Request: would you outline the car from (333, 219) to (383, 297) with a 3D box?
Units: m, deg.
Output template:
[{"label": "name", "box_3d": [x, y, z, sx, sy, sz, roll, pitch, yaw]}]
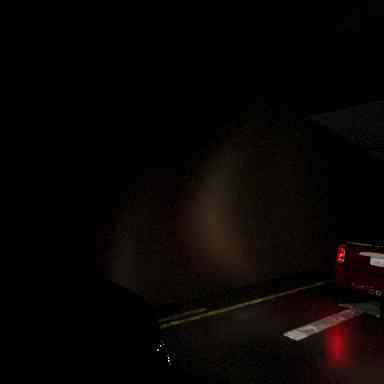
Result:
[{"label": "car", "box_3d": [5.270, 1.352, 7.540, 4.553, 1.767, 2.097, 0, 0, -35]}]

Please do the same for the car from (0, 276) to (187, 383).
[{"label": "car", "box_3d": [-2.705, 1.221, 1.856, 5.566, 2.045, 2.150, 0, 0, -35]}]
